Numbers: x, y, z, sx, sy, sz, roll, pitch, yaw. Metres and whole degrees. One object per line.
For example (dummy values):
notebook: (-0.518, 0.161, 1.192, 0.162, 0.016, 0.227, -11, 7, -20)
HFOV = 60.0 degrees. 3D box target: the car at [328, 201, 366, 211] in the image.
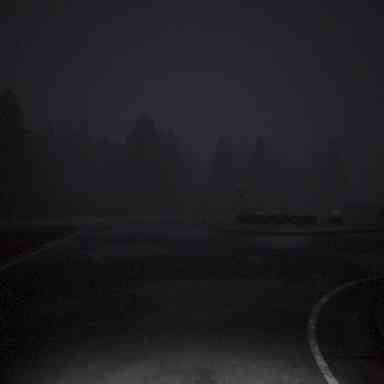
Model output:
car: (21.542, 1.963, 46.158, 5.357, 1.411, 2.033, 0, -1, -21)
